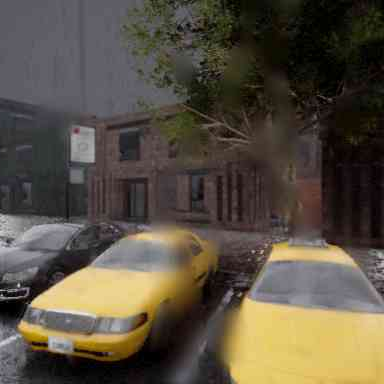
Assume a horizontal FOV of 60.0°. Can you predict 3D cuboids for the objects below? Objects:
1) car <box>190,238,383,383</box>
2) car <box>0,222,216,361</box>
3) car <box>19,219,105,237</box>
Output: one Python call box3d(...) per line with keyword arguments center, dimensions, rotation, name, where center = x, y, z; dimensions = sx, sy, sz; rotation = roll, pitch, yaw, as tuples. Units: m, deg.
box3d(center=(1.650, 1.478, 4.698), dimensions=(1.946, 1.575, 5.366), rotation=(1, -1, 16), name="car")
box3d(center=(-0.794, 1.473, 6.441), dimensions=(1.946, 1.575, 5.366), rotation=(1, -1, 16), name="car")
box3d(center=(-3.181, 1.474, 8.371), dimensions=(2.231, 1.521, 4.892), rotation=(1, -1, 16), name="car")
